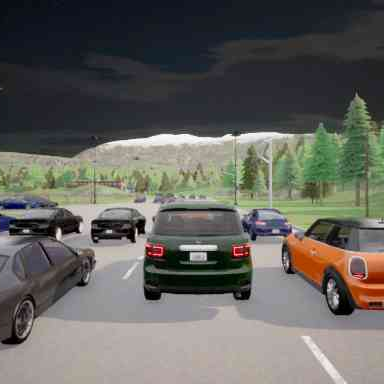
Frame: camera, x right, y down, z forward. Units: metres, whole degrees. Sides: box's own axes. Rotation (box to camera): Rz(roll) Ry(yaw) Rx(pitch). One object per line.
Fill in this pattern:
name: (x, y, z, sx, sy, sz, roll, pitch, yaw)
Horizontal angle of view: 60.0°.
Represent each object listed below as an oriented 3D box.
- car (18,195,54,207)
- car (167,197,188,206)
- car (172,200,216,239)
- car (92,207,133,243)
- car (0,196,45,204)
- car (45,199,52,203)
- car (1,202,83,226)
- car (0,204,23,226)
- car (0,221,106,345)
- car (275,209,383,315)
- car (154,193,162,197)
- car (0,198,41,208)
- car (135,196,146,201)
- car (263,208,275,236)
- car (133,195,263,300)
car: (-23.876, 1.352, 50.952, 4.553, 1.767, 2.097, 0, 0, -3)
car: (-2.421, 1.601, 55.754, 1.895, 1.301, 4.718, 0, 0, 20)
car: (0.111, 1.352, 18.024, 2.097, 1.767, 4.553, 0, 0, 0)
car: (-3.391, 1.478, 16.132, 1.882, 1.535, 5.008, 0, 0, 0)
car: (-21.194, 1.478, 40.522, 5.008, 1.535, 1.882, 0, 0, -3)
car: (-20.625, 1.547, 44.153, 5.357, 1.411, 2.033, 0, 0, -5)
car: (-6.890, 1.478, 16.303, 1.882, 1.535, 5.008, 0, 0, 0)
car: (-10.390, 1.526, 16.334, 1.812, 1.442, 4.674, 0, 0, 0)
car: (-3.399, 1.547, 6.305, 2.033, 1.411, 5.357, 0, 0, 0)
car: (3.601, 1.352, 7.703, 2.097, 1.767, 4.553, 0, 0, 0)
car: (-6.917, 1.546, 69.897, 2.033, 1.411, 5.357, 0, 0, 0)
car: (-24.592, 1.547, 47.364, 5.357, 1.411, 2.033, 0, 0, -2)
car: (-10.664, 1.563, 69.485, 1.994, 1.385, 4.181, 0, 0, 0)
car: (3.612, 1.526, 16.603, 1.812, 1.442, 4.674, 0, 0, 0)
car: (0.108, 1.221, 8.502, 2.150, 2.045, 5.566, 0, 0, 0)
